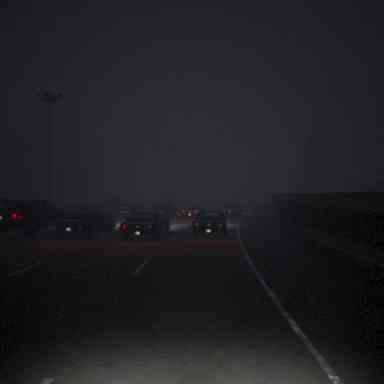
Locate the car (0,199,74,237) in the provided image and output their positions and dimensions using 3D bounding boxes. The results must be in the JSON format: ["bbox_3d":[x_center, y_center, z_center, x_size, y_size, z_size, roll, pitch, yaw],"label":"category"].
[{"bbox_3d":[-9.445,1.421,19.585,2.150,2.045,5.566,0,-1,6],"label":"car"}]

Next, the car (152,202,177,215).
[{"bbox_3d":[-2.928,1.874,36.325,1.837,1.490,4.892,0,-1,13],"label":"car"}]

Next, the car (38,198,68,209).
[{"bbox_3d":[-23.066,1.915,55.482,2.097,1.767,4.553,0,-1,19],"label":"car"}]

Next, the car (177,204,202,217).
[{"bbox_3d":[0.261,1.955,34.749,1.895,1.301,4.718,0,-1,13],"label":"car"}]

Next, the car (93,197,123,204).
[{"bbox_3d":[-12.851,1.759,52.985,2.150,2.045,5.566,0,-1,19],"label":"car"}]

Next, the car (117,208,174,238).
[{"bbox_3d":[-2.482,1.794,18.913,1.895,1.301,4.718,0,-1,6],"label":"car"}]

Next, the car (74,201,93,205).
[{"bbox_3d":[-16.505,2.102,53.045,1.994,1.385,4.181,0,-1,19],"label":"car"}]

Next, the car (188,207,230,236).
[{"bbox_3d":[1.162,1.805,19.979,1.895,1.301,4.718,0,-1,7],"label":"car"}]

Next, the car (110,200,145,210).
[{"bbox_3d":[-6.546,1.860,36.266,2.128,1.511,4.902,0,-1,13],"label":"car"}]

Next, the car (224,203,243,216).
[{"bbox_3d":[4.515,1.905,37.260,1.812,1.442,4.674,0,-1,14],"label":"car"}]

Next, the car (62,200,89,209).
[{"bbox_3d":[-19.378,2.126,55.475,1.994,1.385,4.181,0,-1,19],"label":"car"}]

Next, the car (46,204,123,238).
[{"bbox_3d":[-5.946,1.687,19.141,2.128,1.511,4.902,0,-1,6],"label":"car"}]
